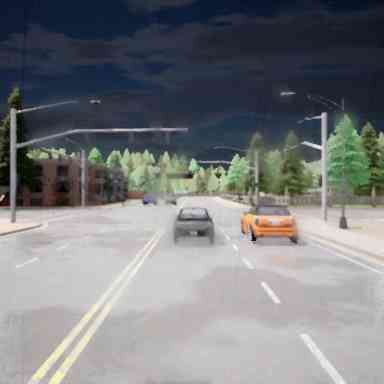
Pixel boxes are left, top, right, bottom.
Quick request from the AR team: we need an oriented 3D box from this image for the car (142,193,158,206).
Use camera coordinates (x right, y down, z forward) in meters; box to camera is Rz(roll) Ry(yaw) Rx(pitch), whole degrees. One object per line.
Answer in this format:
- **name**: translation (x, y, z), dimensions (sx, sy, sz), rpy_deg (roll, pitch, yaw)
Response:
- **car**: translation (-7.042, 1.229, 56.574), dimensions (2.150, 2.045, 5.566), rpy_deg (0, 0, 1)

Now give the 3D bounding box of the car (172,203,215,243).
- **car**: translation (0.083, 1.493, 16.164), dimensions (2.128, 1.511, 4.902), rpy_deg (0, 0, 0)

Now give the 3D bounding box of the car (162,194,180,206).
- **car**: translation (-3.546, 1.483, 56.237), dimensions (1.882, 1.535, 5.008), rpy_deg (0, 0, 0)

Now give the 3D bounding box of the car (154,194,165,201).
- **car**: translation (-6.993, 1.175, 72.061), dimensions (1.994, 1.385, 4.181), rpy_deg (0, 0, 0)

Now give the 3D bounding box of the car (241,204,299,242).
- **car**: translation (3.657, 1.354, 16.391), dimensions (2.097, 1.767, 4.553), rpy_deg (0, 0, 2)
